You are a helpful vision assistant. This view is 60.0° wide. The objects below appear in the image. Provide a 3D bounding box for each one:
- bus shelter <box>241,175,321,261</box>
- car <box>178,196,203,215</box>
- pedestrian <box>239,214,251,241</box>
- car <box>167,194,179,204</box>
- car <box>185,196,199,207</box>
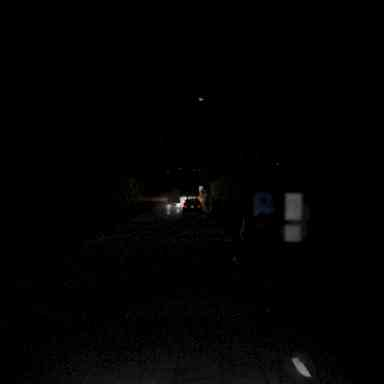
[{"bbox_3d":[3.147,0.785,12.597,1.920,2.740,3.880,1,1,0],"label":"bus shelter"},{"bbox_3d":[0.060,1.310,31.089,2.033,1.411,5.357,0,0,1],"label":"car"},{"bbox_3d":[2.270,1.469,14.375,0.375,1.300,0.375,-1,2,-10],"label":"pedestrian"},{"bbox_3d":[-2.811,1.113,51.949,1.812,1.442,4.674,0,0,0],"label":"car"},{"bbox_3d":[0.042,1.244,45.418,1.895,1.301,4.718,0,0,0],"label":"car"}]
